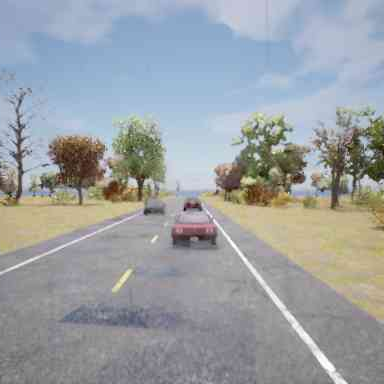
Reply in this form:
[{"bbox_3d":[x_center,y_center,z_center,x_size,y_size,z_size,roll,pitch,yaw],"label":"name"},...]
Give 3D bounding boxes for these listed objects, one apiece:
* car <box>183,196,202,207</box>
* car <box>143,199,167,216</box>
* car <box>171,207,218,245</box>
[{"bbox_3d":[0.074,1.292,39.367,2.097,1.767,4.553,0,0,0],"label":"car"},{"bbox_3d":[-3.521,1.428,32.301,1.882,1.535,5.008,0,0,0],"label":"car"},{"bbox_3d":[0.090,1.577,15.421,1.895,1.301,4.718,0,0,0],"label":"car"}]
